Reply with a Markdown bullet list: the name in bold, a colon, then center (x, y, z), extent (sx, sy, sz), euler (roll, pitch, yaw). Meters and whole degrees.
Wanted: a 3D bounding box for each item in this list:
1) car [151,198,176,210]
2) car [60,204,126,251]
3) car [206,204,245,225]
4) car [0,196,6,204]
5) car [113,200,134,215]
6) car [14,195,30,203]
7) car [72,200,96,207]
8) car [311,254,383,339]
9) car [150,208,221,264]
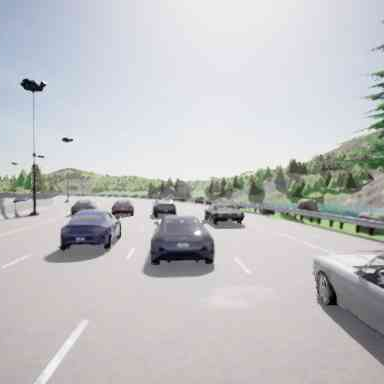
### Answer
- **car**: center (-2.480, 1.295, 28.888), extent (2.128, 1.511, 4.902), euler (0, 0, -10)
- **car**: center (-4.045, 1.449, 13.777), extent (1.812, 1.442, 4.674), euler (0, 1, -5)
- **car**: center (2.035, 1.423, 22.465), extent (1.895, 1.301, 4.718), euler (0, 0, -7)
- **car**: center (-30.408, 1.375, 51.886), extent (1.994, 1.385, 4.181), euler (0, 0, -19)
- **car**: center (-6.360, 1.379, 30.667), extent (1.994, 1.385, 4.181), euler (0, 0, -11)
- **car**: center (-27.284, 1.282, 53.520), extent (1.837, 1.490, 4.892), euler (0, 1, -19)
- **car**: center (-9.951, 1.400, 30.836), extent (1.994, 1.385, 4.181), euler (0, 0, -11)
- **car**: center (3.455, 1.542, 4.884), extent (1.895, 1.301, 4.718), euler (0, 0, -1)
- **car**: center (-0.387, 1.481, 11.528), extent (1.994, 1.385, 4.181), euler (0, 0, -4)
